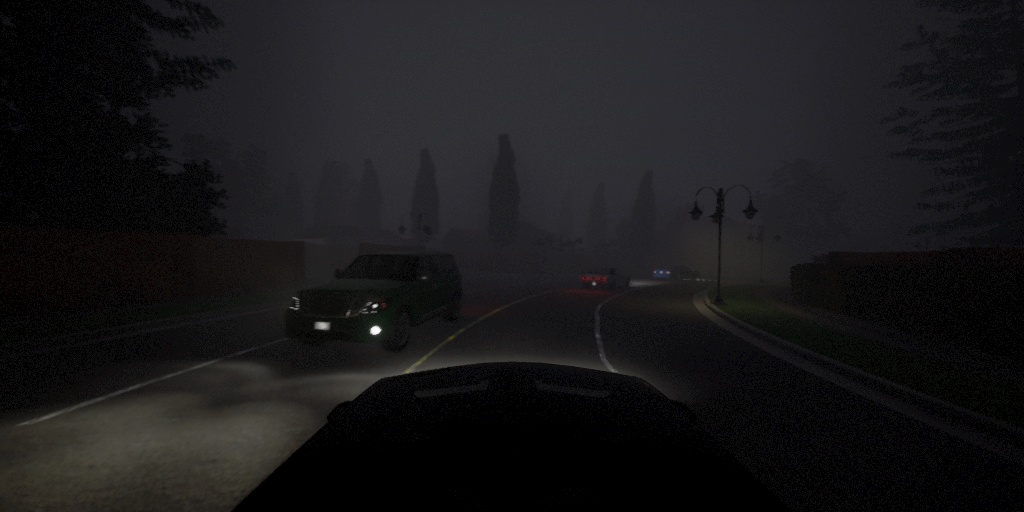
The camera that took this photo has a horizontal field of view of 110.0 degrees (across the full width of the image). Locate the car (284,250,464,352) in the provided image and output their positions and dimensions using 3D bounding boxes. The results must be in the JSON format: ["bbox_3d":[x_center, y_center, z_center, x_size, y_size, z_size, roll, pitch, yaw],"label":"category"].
[{"bbox_3d":[-2.918,0.877,9.141,2.150,2.045,5.566,1,1,10],"label":"car"}]

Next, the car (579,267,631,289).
[{"bbox_3d":[6.124,1.377,23.062,1.895,1.301,4.718,1,0,35],"label":"car"}]

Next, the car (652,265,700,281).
[{"bbox_3d":[14.808,1.483,32.234,5.357,1.411,2.033,1,0,-36],"label":"car"}]
